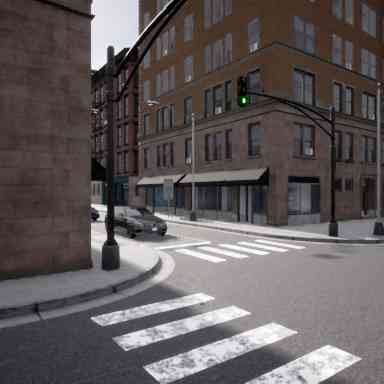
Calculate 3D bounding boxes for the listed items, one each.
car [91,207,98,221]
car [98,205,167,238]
[{"bbox_3d":[-8.719,1.398,25.197,2.033,1.411,5.357,0,0,-36],"label":"car"},{"bbox_3d":[-3.064,1.436,17.271,1.812,1.442,4.674,0,0,-35],"label":"car"}]
